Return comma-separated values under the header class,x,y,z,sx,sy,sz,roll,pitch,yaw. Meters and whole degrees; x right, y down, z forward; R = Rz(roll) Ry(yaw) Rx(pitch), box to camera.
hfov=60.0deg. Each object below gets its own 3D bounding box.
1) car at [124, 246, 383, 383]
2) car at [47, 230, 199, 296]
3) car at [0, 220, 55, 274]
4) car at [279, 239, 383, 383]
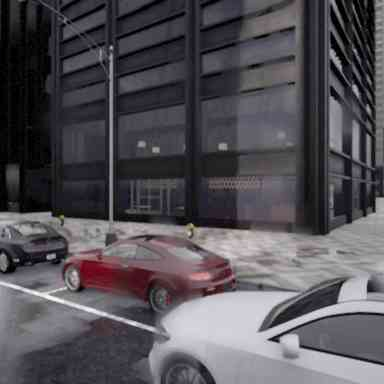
class,x,y,z,sx,sy,sz,roll,pitch,yaw
car,1.733,1.529,3.032,4.674,1.442,1.812,0,0,34
car,-1.071,1.592,7.288,4.206,1.307,1.802,0,0,35
car,-5.711,1.568,10.489,4.403,1.369,2.008,0,0,35
car,3.568,1.554,4.088,4.403,1.369,2.008,0,0,35
